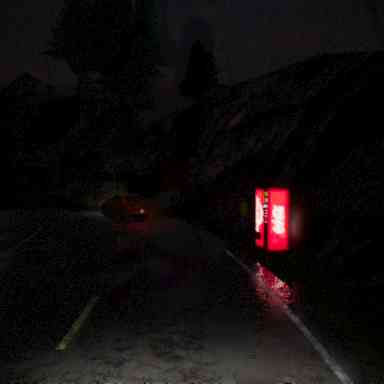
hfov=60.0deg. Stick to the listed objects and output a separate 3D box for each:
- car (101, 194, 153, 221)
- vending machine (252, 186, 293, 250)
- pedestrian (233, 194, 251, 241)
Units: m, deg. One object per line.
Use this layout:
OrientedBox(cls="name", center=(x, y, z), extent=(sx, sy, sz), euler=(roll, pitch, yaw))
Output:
OrientedBox(cls="car", center=(-4.135, 0.865, 20.856), extent=(1.882, 1.535, 5.008), euler=(0, 1, -32))
OrientedBox(cls="vending machine", center=(2.781, 0.853, 11.571), extent=(1.100, 2.100, 0.880), euler=(0, 2, -10))
OrientedBox(cls="pedestrian", center=(1.887, 0.923, 12.554), extent=(0.375, 1.860, 0.375), euler=(0, 2, -11))
